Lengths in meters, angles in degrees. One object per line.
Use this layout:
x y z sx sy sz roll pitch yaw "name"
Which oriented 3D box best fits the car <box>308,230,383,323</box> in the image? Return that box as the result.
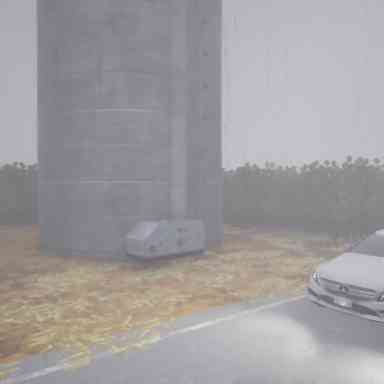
4.339 1.511 6.769 4.674 1.442 1.812 0 0 -36 "car"
